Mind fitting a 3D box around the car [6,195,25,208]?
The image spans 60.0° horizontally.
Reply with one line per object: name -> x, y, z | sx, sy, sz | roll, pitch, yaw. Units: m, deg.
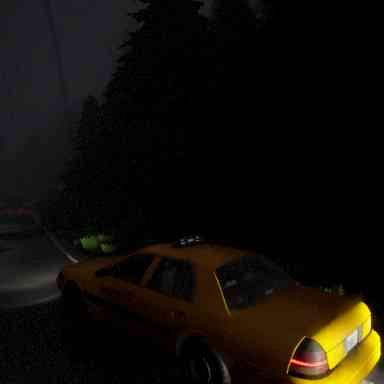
car -> -21.207, 1.058, 40.011 | 2.128, 1.511, 4.902 | -2, 2, -27

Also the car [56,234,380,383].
car -> -0.256, 1.418, 5.070 | 5.366, 1.575, 1.801 | 1, 1, 44
